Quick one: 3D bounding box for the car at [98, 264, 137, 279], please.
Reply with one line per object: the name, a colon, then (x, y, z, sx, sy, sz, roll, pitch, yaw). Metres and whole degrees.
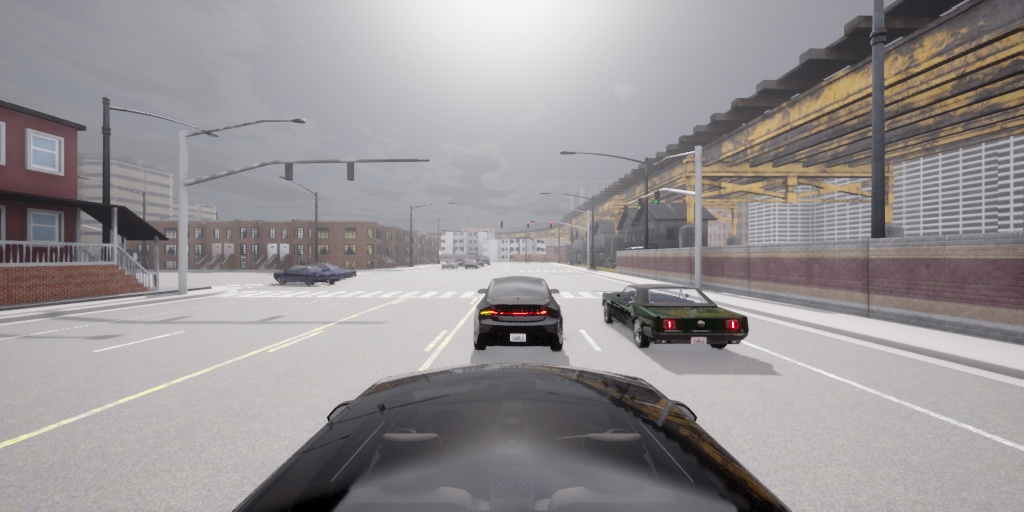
car: (-30.675, 1.314, 26.705, 4.181, 1.385, 1.994, 0, 0, 1)

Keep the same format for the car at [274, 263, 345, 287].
car: (-14.132, 1.351, 24.761, 4.718, 1.301, 1.895, 0, 0, 26)

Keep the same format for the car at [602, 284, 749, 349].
car: (3.667, 1.351, 9.155, 1.895, 1.301, 4.718, 0, 0, 1)

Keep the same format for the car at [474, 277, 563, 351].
car: (0.161, 1.255, 9.015, 1.837, 1.490, 4.892, 0, 0, 1)

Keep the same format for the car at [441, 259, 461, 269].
car: (-9.814, 1.351, 56.664, 1.895, 1.301, 4.718, 0, 0, 2)

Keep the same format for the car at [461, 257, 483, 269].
car: (-6.307, 1.297, 56.936, 2.033, 1.411, 5.357, 0, 0, 1)

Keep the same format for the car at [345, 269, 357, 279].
car: (-16.113, 1.297, 30.363, 5.357, 1.411, 2.033, 0, 0, -5)

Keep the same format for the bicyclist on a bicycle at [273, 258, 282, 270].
bicyclist on a bicycle: (-30.543, 1.050, 46.686, 0.582, 1.620, 1.656, 0, 0, 1)
